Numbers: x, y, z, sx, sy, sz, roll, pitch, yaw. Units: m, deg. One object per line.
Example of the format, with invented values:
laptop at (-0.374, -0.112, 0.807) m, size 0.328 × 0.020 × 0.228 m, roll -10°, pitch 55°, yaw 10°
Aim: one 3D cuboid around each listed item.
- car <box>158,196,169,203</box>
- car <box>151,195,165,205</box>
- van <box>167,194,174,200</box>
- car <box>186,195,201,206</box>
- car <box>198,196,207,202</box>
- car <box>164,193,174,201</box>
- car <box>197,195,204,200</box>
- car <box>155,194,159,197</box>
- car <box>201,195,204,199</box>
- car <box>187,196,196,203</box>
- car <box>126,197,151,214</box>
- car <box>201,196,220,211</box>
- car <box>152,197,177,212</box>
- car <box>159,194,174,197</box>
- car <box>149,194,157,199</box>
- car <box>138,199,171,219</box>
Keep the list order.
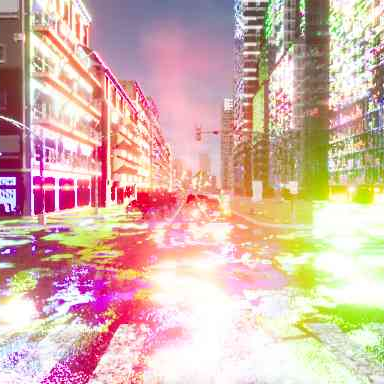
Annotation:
car at (-5.924, 1.583, 69.222) m, size 1.802 × 1.307 × 4.206 m, roll -1°, pitch 0°, yaw 0°
car at (-5.890, 1.439, 57.923) m, size 1.967 × 1.590 × 4.097 m, roll -1°, pitch 0°, yaw 0°
van at (-6.001, 1.350, 91.816) m, size 1.690 × 1.788 × 3.998 m, roll -1°, pitch 0°, yaw 0°
car at (-0.064, 1.545, 53.322) m, size 2.033 × 1.411 × 5.357 m, roll 0°, pitch 0°, yaw -2°
car at (2.404, 1.548, 74.955) m, size 1.887 × 1.381 × 4.507 m, roll -1°, pitch 0°, yaw 0°
car at (-5.983, 1.322, 86.169) m, size 2.192 × 1.841 × 5.009 m, roll -1°, pitch 0°, yaw 0°
car at (2.348, 1.534, 92.073) m, size 1.752 × 1.417 × 4.829 m, roll -1°, pitch 0°, yaw 0°
car at (-5.873, 1.312, 52.276) m, size 2.192 × 1.841 × 5.009 m, roll -1°, pitch 0°, yaw 0°
car at (2.441, 1.551, 63.657) m, size 2.008 × 1.369 × 4.403 m, roll -1°, pitch 0°, yaw 0°
car at (-0.123, 1.508, 69.816) m, size 1.837 × 1.490 × 4.892 m, roll 0°, pitch 0°, yaw 0°
car at (-5.815, 1.540, 35.328) m, size 1.887 × 1.381 × 4.507 m, roll -1°, pitch 0°, yaw 0°
car at (2.514, 1.540, 41.062) m, size 1.887 × 1.381 × 4.507 m, roll -1°, pitch 0°, yaw 0°
car at (-3.215, 1.559, 39.041) m, size 1.994 × 1.385 × 4.181 m, roll 0°, pitch 0°, yaw 0°
car at (-3.246, 1.488, 49.163) m, size 2.128 × 1.511 × 4.902 m, roll 0°, pitch 0°, yaw 0°
car at (-5.835, 1.436, 40.977) m, size 1.967 × 1.590 × 4.097 m, roll -1°, pitch 0°, yaw 0°
car at (-3.193, 1.560, 29.115) m, size 1.994 × 1.385 × 4.181 m, roll 0°, pitch 0°, yaw 0°
